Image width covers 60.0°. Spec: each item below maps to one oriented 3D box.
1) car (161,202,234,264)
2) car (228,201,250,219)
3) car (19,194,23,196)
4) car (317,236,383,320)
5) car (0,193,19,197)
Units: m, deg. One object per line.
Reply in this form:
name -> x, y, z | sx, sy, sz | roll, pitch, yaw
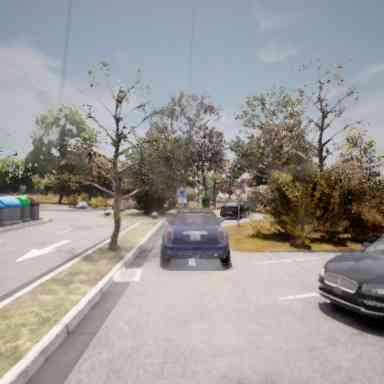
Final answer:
car -> 0.102, 1.329, 11.884 | 2.097, 1.767, 4.553 | 0, 0, 0
car -> 4.074, 1.586, 30.806 | 1.882, 1.535, 5.008 | 0, 0, 20
car -> -26.828, 0.828, 49.509 | 4.181, 1.385, 1.994 | 4, -2, 2
car -> 4.834, 1.480, 6.639 | 4.892, 1.521, 2.231 | 1, 0, -20
car -> -24.389, 1.364, 42.701 | 2.435, 2.045, 5.566 | 1, -3, -19
